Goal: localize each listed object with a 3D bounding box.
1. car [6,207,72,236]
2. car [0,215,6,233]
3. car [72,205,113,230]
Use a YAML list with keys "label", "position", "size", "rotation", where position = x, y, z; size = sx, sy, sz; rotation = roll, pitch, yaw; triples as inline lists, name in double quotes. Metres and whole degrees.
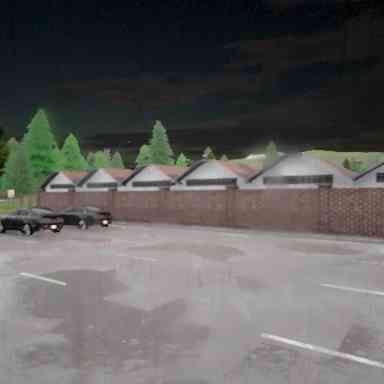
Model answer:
- label: "car"
  position: [-9.394, 1.635, 19.230]
  size: [4.892, 1.490, 1.837]
  rotation: [0, 0, 35]
- label: "car"
  position: [-11.443, 1.635, 16.393]
  size: [4.892, 1.490, 1.837]
  rotation: [0, 0, 35]
- label: "car"
  position: [-7.375, 1.635, 22.089]
  size: [4.892, 1.490, 1.837]
  rotation: [0, 0, 35]
